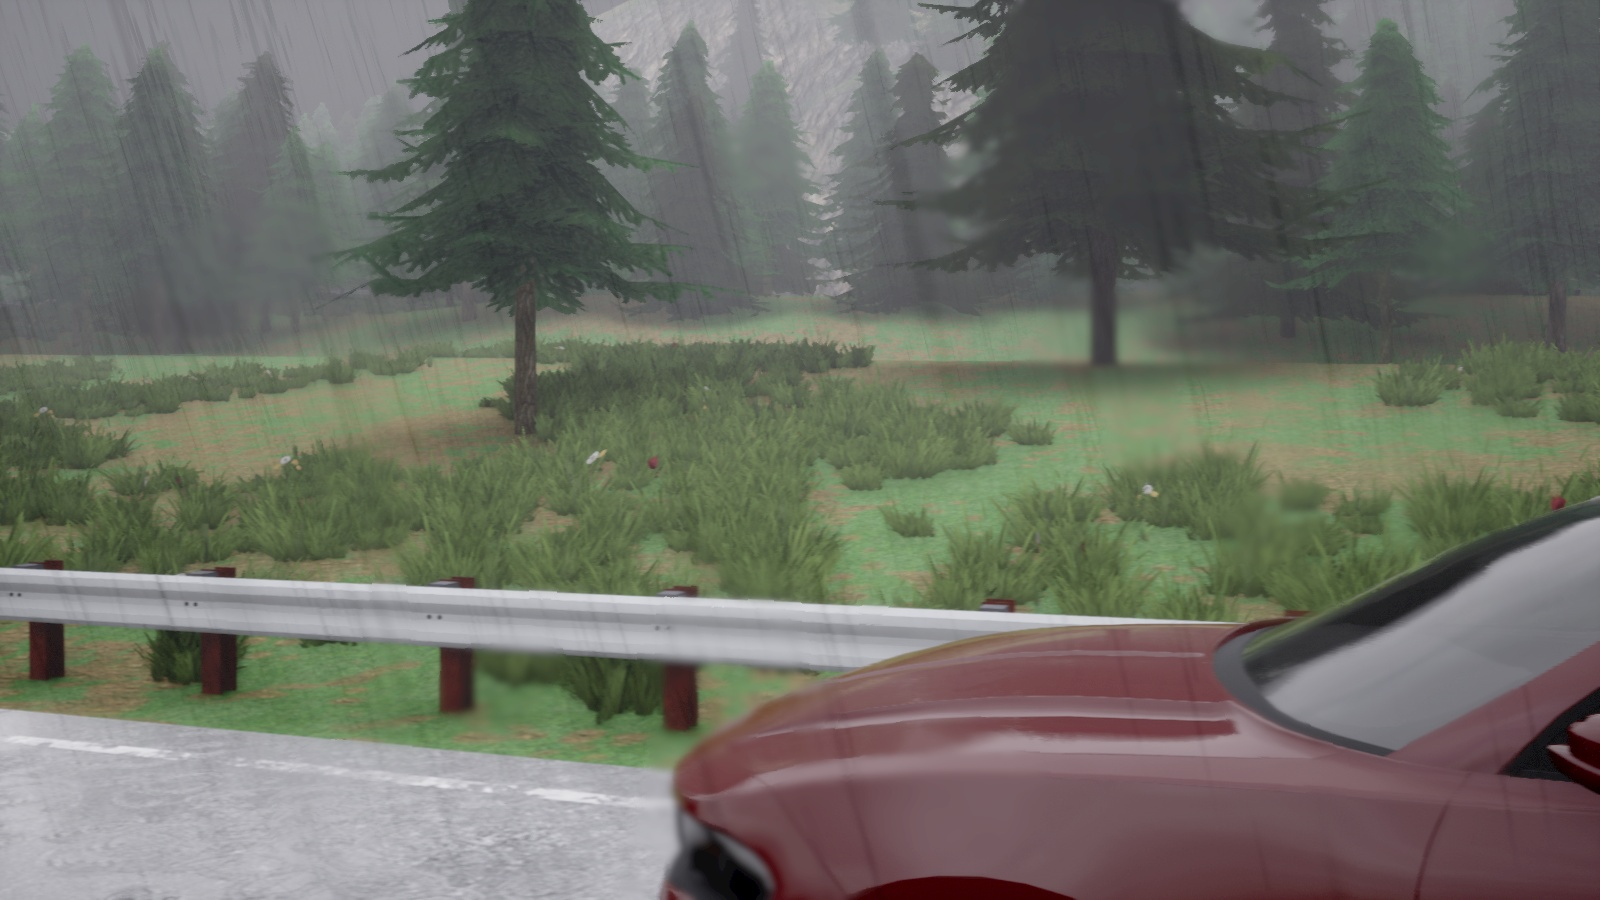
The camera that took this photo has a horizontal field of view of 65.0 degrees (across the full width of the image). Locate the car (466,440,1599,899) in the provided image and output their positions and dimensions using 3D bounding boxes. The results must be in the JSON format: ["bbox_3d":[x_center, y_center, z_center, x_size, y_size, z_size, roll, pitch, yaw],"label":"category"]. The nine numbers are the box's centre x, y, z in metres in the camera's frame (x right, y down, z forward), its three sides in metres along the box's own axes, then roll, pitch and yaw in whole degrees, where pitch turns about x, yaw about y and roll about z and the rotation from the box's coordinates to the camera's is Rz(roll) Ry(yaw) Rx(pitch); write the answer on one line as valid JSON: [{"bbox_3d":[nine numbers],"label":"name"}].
[{"bbox_3d":[2.031,0.773,2.510,5.008,1.535,1.882,1,1,19],"label":"car"}]
